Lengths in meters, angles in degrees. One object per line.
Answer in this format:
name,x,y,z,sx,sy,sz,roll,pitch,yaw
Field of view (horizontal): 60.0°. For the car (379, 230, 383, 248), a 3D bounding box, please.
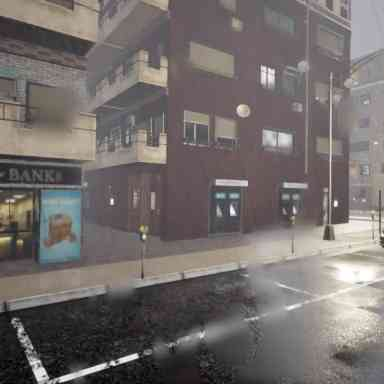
car,9.106,1.554,13.147,4.403,1.369,2.008,0,1,-35
